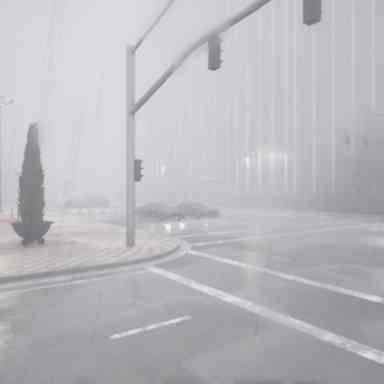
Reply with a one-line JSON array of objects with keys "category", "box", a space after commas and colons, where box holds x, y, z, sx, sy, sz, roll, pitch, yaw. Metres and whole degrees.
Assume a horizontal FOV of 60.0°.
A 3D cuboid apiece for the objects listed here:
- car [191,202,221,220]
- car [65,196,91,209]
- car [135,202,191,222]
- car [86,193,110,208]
[{"category": "car", "box": [0.165, 1.550, 28.821, 2.033, 1.411, 5.357, 0, 0, -36]}, {"category": "car", "box": [-15.548, 1.566, 44.615, 1.994, 1.385, 4.181, 0, 0, -36]}, {"category": "car", "box": [-2.663, 1.549, 26.759, 2.033, 1.411, 5.357, 0, 0, -36]}, {"category": "car", "box": [-13.792, 1.227, 48.177, 2.150, 2.045, 5.566, 0, 0, -35]}]
